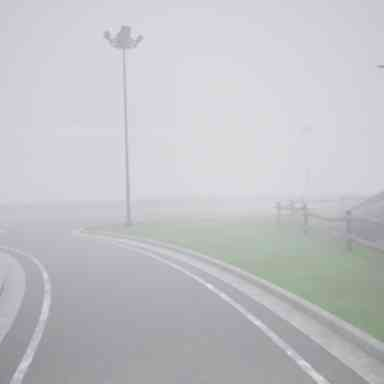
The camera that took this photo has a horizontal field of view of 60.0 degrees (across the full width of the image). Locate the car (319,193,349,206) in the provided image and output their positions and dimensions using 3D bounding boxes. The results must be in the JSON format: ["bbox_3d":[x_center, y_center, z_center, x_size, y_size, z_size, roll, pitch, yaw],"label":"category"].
[{"bbox_3d":[17.407,0.838,38.043,4.674,1.442,1.812,-2,0,-20],"label":"car"}]

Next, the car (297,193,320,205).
[{"bbox_3d":[15.920,0.864,41.224,4.674,1.442,1.812,-2,0,-20],"label":"car"}]

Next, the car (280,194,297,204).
[{"bbox_3d":[14.345,0.913,44.380,5.357,1.411,2.033,-2,0,-20],"label":"car"}]

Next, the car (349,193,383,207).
[{"bbox_3d":[19.205,0.842,34.974,4.181,1.385,1.994,-2,0,-20],"label":"car"}]
